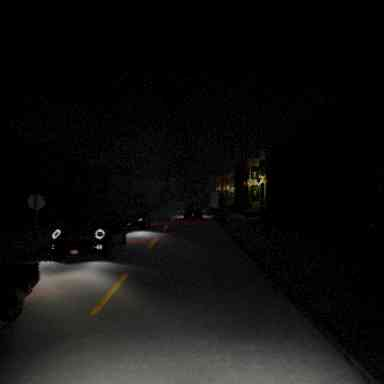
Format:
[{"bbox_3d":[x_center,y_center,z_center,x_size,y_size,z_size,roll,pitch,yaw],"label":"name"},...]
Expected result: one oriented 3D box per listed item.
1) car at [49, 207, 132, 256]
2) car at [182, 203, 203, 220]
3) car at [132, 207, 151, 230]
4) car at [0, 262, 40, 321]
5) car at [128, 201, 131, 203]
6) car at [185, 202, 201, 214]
[{"bbox_3d":[-4.095,1.534,13.842,2.097,1.767,4.553,0,-1,0],"label":"car"},{"bbox_3d":[0.103,1.952,32.709,1.812,1.442,4.674,0,-1,0],"label":"car"},{"bbox_3d":[-4.070,1.839,23.993,1.812,1.442,4.674,0,-1,0],"label":"car"},{"bbox_3d":[-4.101,1.664,4.721,1.895,1.301,4.718,0,-1,0],"label":"car"},{"bbox_3d":[-19.332,2.534,91.301,4.611,1.667,2.242,0,-1,10],"label":"car"},{"bbox_3d":[0.096,2.133,45.020,2.033,1.411,5.357,0,-1,0],"label":"car"}]
